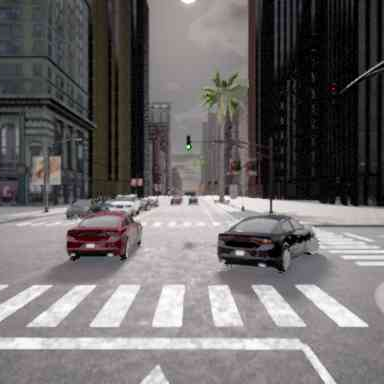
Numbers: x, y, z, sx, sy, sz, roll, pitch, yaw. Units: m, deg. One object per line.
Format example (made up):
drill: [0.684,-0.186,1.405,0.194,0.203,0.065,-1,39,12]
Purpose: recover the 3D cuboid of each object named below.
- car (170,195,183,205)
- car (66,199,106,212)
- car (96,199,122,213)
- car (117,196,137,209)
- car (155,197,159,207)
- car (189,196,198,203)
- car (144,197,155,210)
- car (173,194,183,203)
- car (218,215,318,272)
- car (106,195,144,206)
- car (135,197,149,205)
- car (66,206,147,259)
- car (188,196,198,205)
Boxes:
car: [-3.011,1.633,61.566,1.837,1.490,4.892,0,0,0]
car: [-9.758,1.413,30.329,2.097,1.767,4.553,0,0,1]
car: [-9.680,1.605,39.023,1.812,1.442,4.674,0,0,1]
car: [-9.560,1.453,49.236,2.097,1.767,4.553,0,0,0]
car: [-6.297,1.600,52.685,2.128,1.511,4.902,0,0,0]
car: [0.286,1.632,73.279,1.882,1.535,5.008,0,0,0]
car: [-6.396,1.579,42.562,2.128,1.511,4.902,0,0,1]
car: [-2.969,1.338,71.956,2.097,1.767,4.553,0,0,0]
car: [2.681,1.502,11.084,1.882,1.535,5.008,-1,-1,34]
car: [-6.468,1.288,32.519,2.150,2.045,5.566,0,0,0]
car: [-9.502,1.732,63.767,1.895,1.301,4.718,0,0,0]
car: [-3.102,1.503,12.666,1.882,1.535,5.008,0,0,0]
car: [0.246,1.637,63.146,1.837,1.490,4.892,0,0,0]
